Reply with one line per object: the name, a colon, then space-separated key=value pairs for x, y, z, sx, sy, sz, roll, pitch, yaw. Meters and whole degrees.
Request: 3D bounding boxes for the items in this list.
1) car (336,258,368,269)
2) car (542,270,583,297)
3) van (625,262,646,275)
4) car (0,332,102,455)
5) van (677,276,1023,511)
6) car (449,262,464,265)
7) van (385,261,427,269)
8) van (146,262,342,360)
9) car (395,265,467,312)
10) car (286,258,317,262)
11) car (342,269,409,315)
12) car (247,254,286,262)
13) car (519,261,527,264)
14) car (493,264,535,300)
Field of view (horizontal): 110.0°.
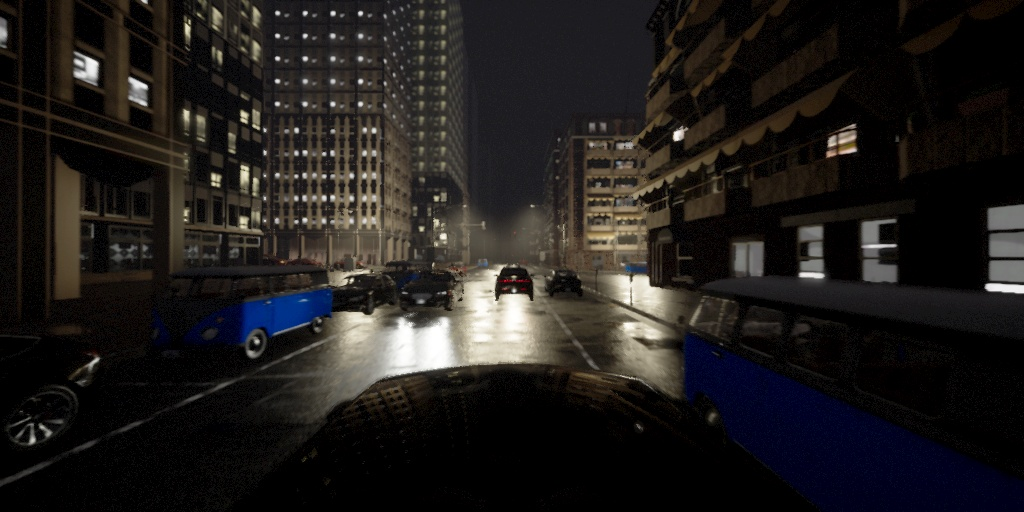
car: x=-21.143 y=1.043 z=47.093 sx=4.097 sy=1.591 sz=1.967 roll=0 pitch=0 yaw=0
car: x=2.692 y=1.386 z=19.376 sx=2.007 sy=1.370 sz=4.403 roll=0 pitch=0 yaw=0
van: x=16.916 y=1.679 z=47.035 sx=3.998 sy=1.789 sz=1.690 roll=0 pitch=0 yaw=0
car: x=-5.689 y=1.319 z=2.431 sx=1.948 sy=1.339 sz=4.313 roll=0 pitch=0 yaw=0
van: x=2.691 y=1.094 z=2.431 sx=1.690 sy=1.789 sz=3.998 roll=0 pitch=0 yaw=0
car: x=-5.687 y=1.360 z=36.322 sx=1.967 sy=1.591 sz=4.097 roll=0 pitch=0 yaw=0
van: x=-5.688 y=1.176 z=19.377 sx=1.690 sy=1.789 sz=3.998 roll=0 pitch=0 yaw=0
van: x=-5.689 y=1.121 z=8.080 sx=1.690 sy=1.789 sz=3.998 roll=0 pitch=0 yaw=0
car: x=-3.096 y=1.303 z=14.666 sx=2.128 sy=1.511 sz=4.902 roll=0 pitch=0 yaw=0
car: x=-26.717 y=1.078 z=47.081 sx=4.207 sy=1.307 sz=1.802 roll=0 pitch=0 yaw=0
car: x=-5.689 y=1.358 z=13.728 sx=2.007 sy=1.370 sz=4.403 roll=0 pitch=0 yaw=0
car: x=-32.291 y=0.703 z=47.069 sx=5.009 sy=1.841 sz=2.192 roll=0 pitch=0 yaw=0
car: x=0.102 y=1.470 z=33.555 sx=1.994 sy=1.385 sz=4.181 roll=0 pitch=0 yaw=0
car: x=0.101 y=1.333 z=18.356 sx=1.837 sy=1.490 sz=4.892 roll=0 pitch=-1 yaw=0
